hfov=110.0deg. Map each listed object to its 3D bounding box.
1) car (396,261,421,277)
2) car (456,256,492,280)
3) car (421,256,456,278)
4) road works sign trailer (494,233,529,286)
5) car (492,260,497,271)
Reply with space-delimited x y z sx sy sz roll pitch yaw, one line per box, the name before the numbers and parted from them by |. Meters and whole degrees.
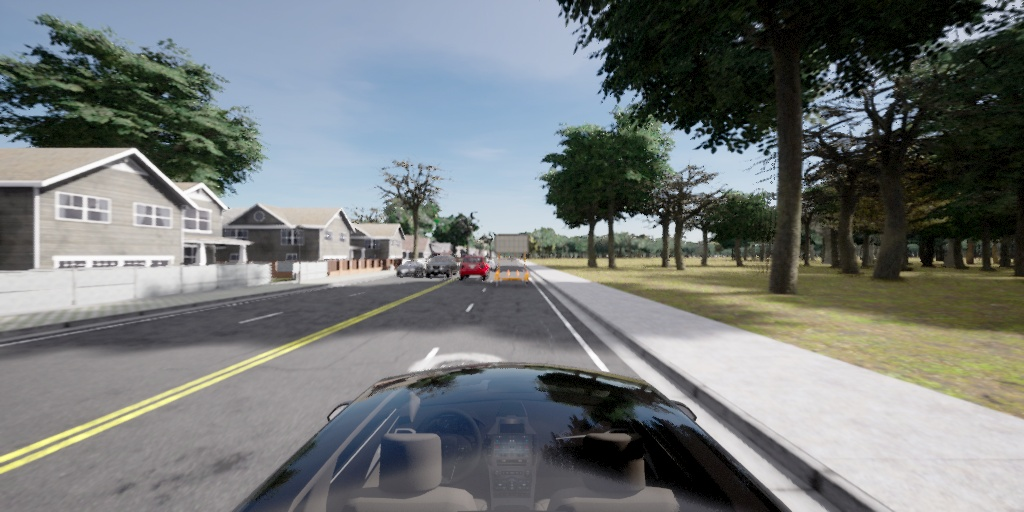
car | -9.849 1.250 35.221 2.128 1.511 4.902 0 0 0
car | -3.159 0.978 31.121 2.150 2.045 5.566 0 0 0
car | -6.606 0.976 33.982 2.150 2.045 5.566 0 0 0
road works sign trailer | -0.007 0.215 24.911 2.380 3.560 2.880 0 0 0
car | -3.166 1.296 50.895 1.812 1.442 4.674 0 0 0
